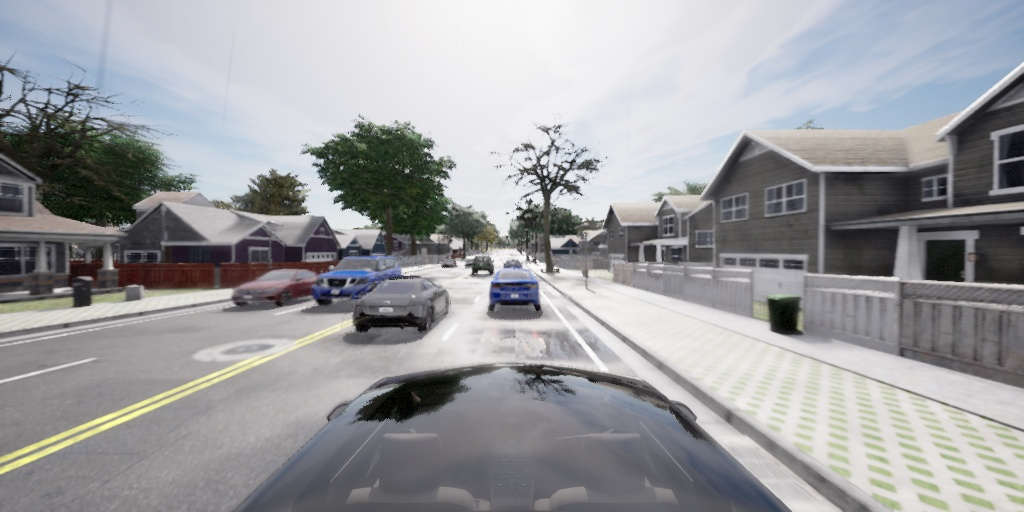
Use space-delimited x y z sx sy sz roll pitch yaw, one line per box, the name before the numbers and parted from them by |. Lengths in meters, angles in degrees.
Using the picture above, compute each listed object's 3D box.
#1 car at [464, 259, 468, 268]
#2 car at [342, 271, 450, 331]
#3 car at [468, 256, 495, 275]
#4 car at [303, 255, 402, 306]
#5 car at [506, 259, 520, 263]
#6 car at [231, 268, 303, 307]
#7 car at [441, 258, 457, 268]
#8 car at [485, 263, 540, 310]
car | -6.547 1.135 58.169 1.837 1.490 4.892 0 1 1
car | -3.152 1.322 10.990 1.994 1.385 4.181 0 0 0
car | -3.151 0.985 39.560 2.150 2.045 5.566 0 0 0
car | -6.601 0.985 16.136 2.150 2.045 5.566 0 0 0
car | 0.098 1.119 39.100 2.097 1.767 4.553 0 0 0
car | -9.852 1.288 15.711 1.812 1.442 4.674 0 0 0
car | -9.811 1.153 56.397 1.837 1.490 4.892 0 1 0
car | 0.096 1.240 14.909 1.882 1.535 5.008 0 0 0
